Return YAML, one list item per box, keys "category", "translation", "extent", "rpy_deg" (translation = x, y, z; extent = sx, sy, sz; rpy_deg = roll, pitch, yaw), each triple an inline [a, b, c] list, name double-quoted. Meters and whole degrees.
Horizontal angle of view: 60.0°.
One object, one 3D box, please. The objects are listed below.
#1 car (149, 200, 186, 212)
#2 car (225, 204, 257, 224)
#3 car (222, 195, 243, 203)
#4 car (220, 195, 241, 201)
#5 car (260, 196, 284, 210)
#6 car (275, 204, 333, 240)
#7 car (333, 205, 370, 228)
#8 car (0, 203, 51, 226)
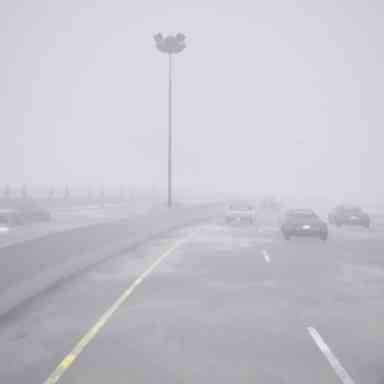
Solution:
- category: "car"
  translation: [-2.056, 1.443, 30.164]
  extent: [2.033, 1.411, 5.357]
  rpy_deg: [0, 0, 18]
- category: "car"
  translation: [3.688, 1.538, 24.387]
  extent: [1.895, 1.301, 4.718]
  rpy_deg: [0, 0, 15]
- category: "car"
  translation: [7.781, 1.374, 64.074]
  extent: [1.837, 1.490, 4.892]
  rpy_deg: [0, 0, 37]
- category: "car"
  translation: [6.606, 1.394, 56.307]
  extent: [2.033, 1.411, 5.357]
  rpy_deg: [0, 0, 33]
- category: "car"
  translation: [9.634, 1.263, 39.908]
  extent: [2.097, 1.767, 4.553]
  rpy_deg: [0, 0, 25]
- category: "car"
  translation: [5.501, 1.532, 16.867]
  extent: [1.994, 1.385, 4.181]
  rpy_deg: [0, 0, 11]
- category: "car"
  translation: [10.374, 1.534, 22.199]
  extent: [1.994, 1.385, 4.181]
  rpy_deg: [0, 0, 15]
- category: "car"
  translation: [-11.398, 1.447, 22.242]
  extent: [1.994, 1.385, 4.181]
  rpy_deg: [0, 0, 12]
